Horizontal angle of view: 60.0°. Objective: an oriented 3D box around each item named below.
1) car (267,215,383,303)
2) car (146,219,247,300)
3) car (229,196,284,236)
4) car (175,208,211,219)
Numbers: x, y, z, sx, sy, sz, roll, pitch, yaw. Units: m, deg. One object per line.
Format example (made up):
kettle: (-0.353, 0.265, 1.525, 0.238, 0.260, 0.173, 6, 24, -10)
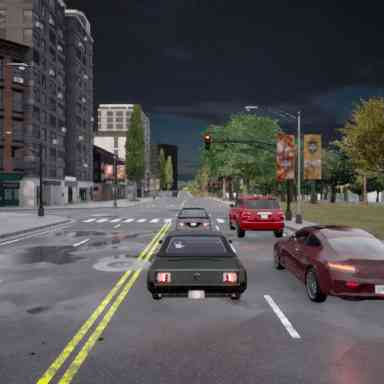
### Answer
car: (3.338, 1.524, 8.085, 1.812, 1.442, 4.674, 0, 0, 0)
car: (0.085, 1.599, 8.346, 1.895, 1.301, 4.718, 0, 0, 0)
car: (3.317, 1.217, 17.898, 2.150, 2.045, 5.566, 0, 0, 0)
car: (0.068, 1.543, 17.938, 2.033, 1.411, 5.357, 0, 0, 0)
